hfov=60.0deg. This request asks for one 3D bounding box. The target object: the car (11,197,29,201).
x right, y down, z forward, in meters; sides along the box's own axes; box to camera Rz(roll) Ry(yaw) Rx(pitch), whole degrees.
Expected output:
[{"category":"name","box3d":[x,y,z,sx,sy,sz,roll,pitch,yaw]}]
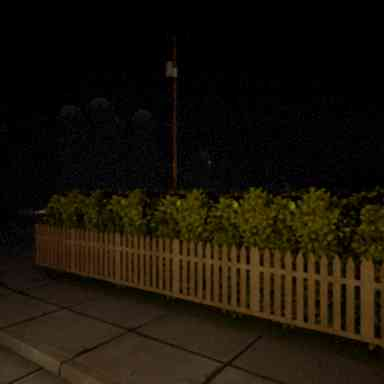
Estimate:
[{"category":"car","box3d":[-27.297,1.478,52.850,4.193,1.474,1.816,0,0,35]}]
